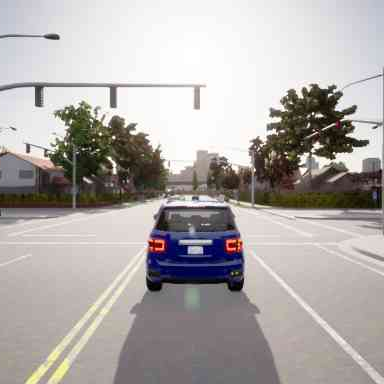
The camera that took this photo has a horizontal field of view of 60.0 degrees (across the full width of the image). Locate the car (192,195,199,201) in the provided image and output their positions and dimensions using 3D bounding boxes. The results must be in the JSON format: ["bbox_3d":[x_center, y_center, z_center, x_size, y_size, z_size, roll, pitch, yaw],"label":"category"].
[{"bbox_3d":[0.919,1.478,88.121,1.882,1.535,5.008,0,0,0],"label":"car"}]

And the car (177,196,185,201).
[{"bbox_3d":[-2.624,1.595,81.390,1.895,1.301,4.718,0,0,0],"label":"car"}]

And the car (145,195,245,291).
[{"bbox_3d":[0.069,1.222,9.162,2.150,2.045,5.566,0,0,0],"label":"car"}]

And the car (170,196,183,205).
[{"bbox_3d":[-2.821,1.547,61.341,2.033,1.411,5.357,0,0,1],"label":"car"}]

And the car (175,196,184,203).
[{"bbox_3d":[-2.688,1.524,71.189,1.812,1.442,4.674,0,0,0],"label":"car"}]

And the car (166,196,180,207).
[{"bbox_3d":[-2.896,1.478,51.621,1.882,1.535,5.008,0,0,1],"label":"car"}]
